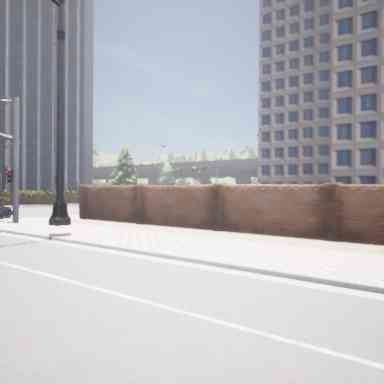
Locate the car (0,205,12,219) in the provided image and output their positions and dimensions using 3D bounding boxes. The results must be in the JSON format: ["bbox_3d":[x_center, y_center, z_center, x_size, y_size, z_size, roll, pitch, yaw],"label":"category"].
[{"bbox_3d":[-7.657,1.118,9.414,5.566,2.045,2.150,1,0,36],"label":"car"}]
